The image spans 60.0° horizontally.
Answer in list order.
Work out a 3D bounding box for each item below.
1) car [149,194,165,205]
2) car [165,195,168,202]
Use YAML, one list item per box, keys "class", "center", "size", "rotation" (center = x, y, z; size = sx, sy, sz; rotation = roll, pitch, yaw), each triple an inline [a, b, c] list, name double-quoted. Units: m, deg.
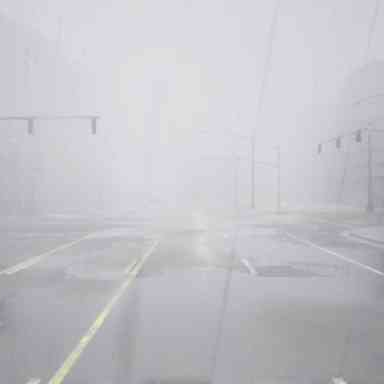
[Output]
- class: "car"
  center: [-7.026, 1.467, 64.967]
  size: [2.150, 2.045, 5.566]
  rotation: [0, 0, 0]
- class: "car"
  center: [-7.021, 1.607, 80.562]
  size: [2.097, 1.767, 4.553]
  rotation: [0, 0, 0]
